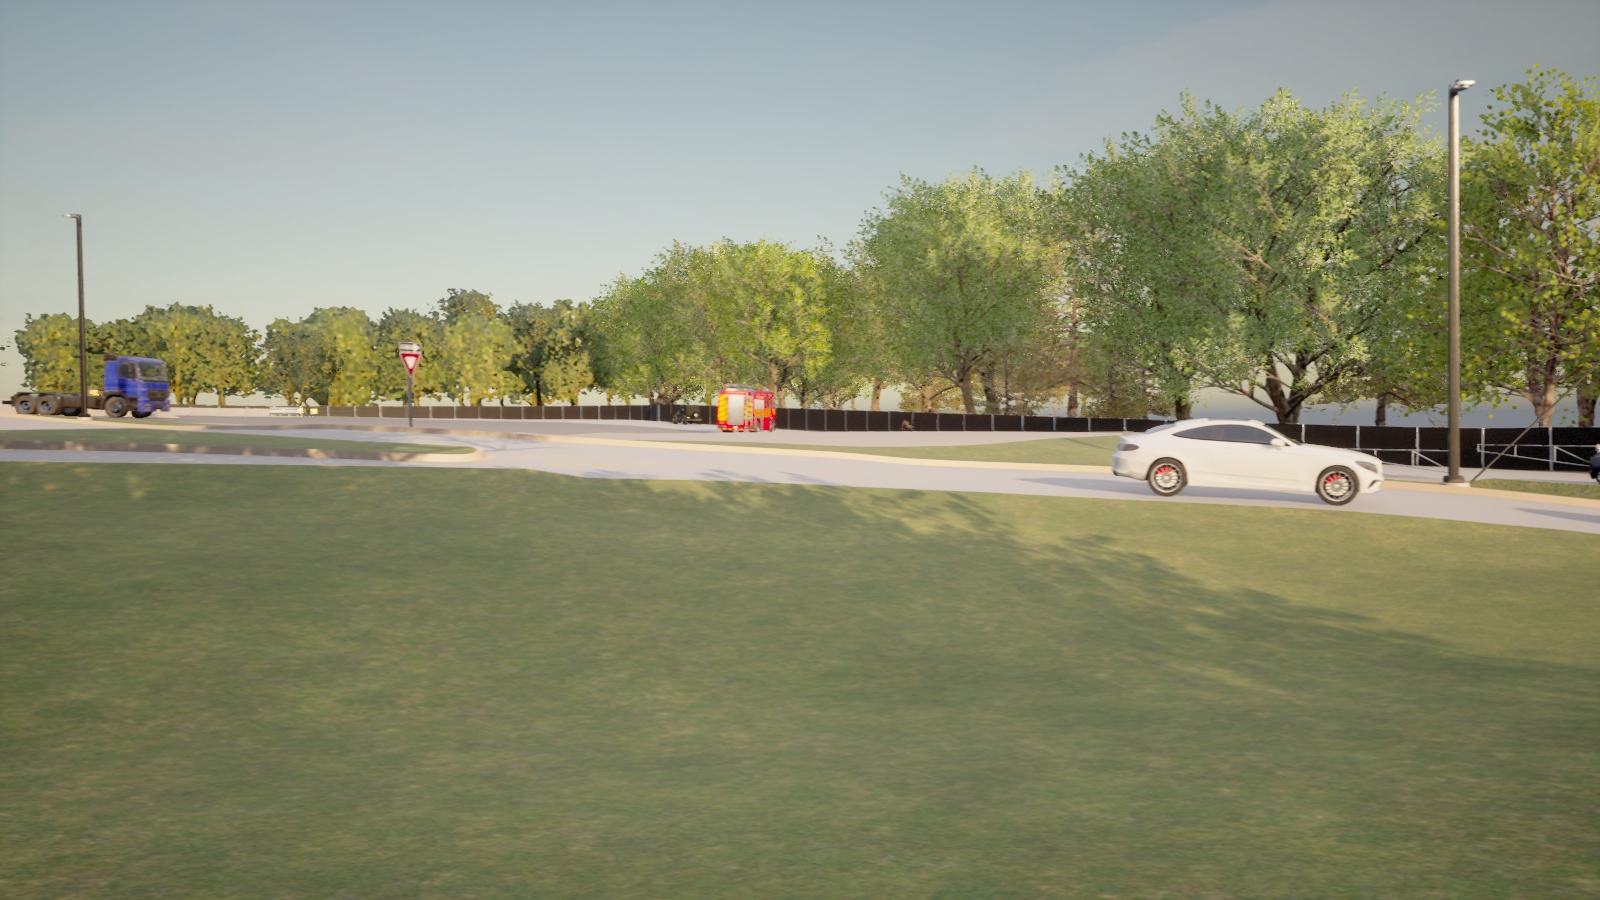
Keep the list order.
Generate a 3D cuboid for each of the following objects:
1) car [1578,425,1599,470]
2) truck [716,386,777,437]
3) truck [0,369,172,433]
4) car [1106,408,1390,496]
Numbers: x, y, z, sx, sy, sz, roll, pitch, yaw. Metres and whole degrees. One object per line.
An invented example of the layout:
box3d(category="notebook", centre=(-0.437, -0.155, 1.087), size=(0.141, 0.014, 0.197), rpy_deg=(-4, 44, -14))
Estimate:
box3d(category="car", centre=(28.888, -0.061, 41.896), size=(2.163, 1.488, 4.792), rpy_deg=(-3, 2, -15))
box3d(category="truck", centre=(-4.103, -2.993, 97.792), size=(2.891, 3.827, 8.468), rpy_deg=(1, 2, 10))
box3d(category="truck", centre=(-39.394, -2.678, 69.407), size=(7.936, 3.462, 2.891), rpy_deg=(0, 1, 2))
box3d(category="car", centre=(8.101, -0.022, 22.970), size=(4.674, 1.442, 1.812), rpy_deg=(1, 2, 19))
